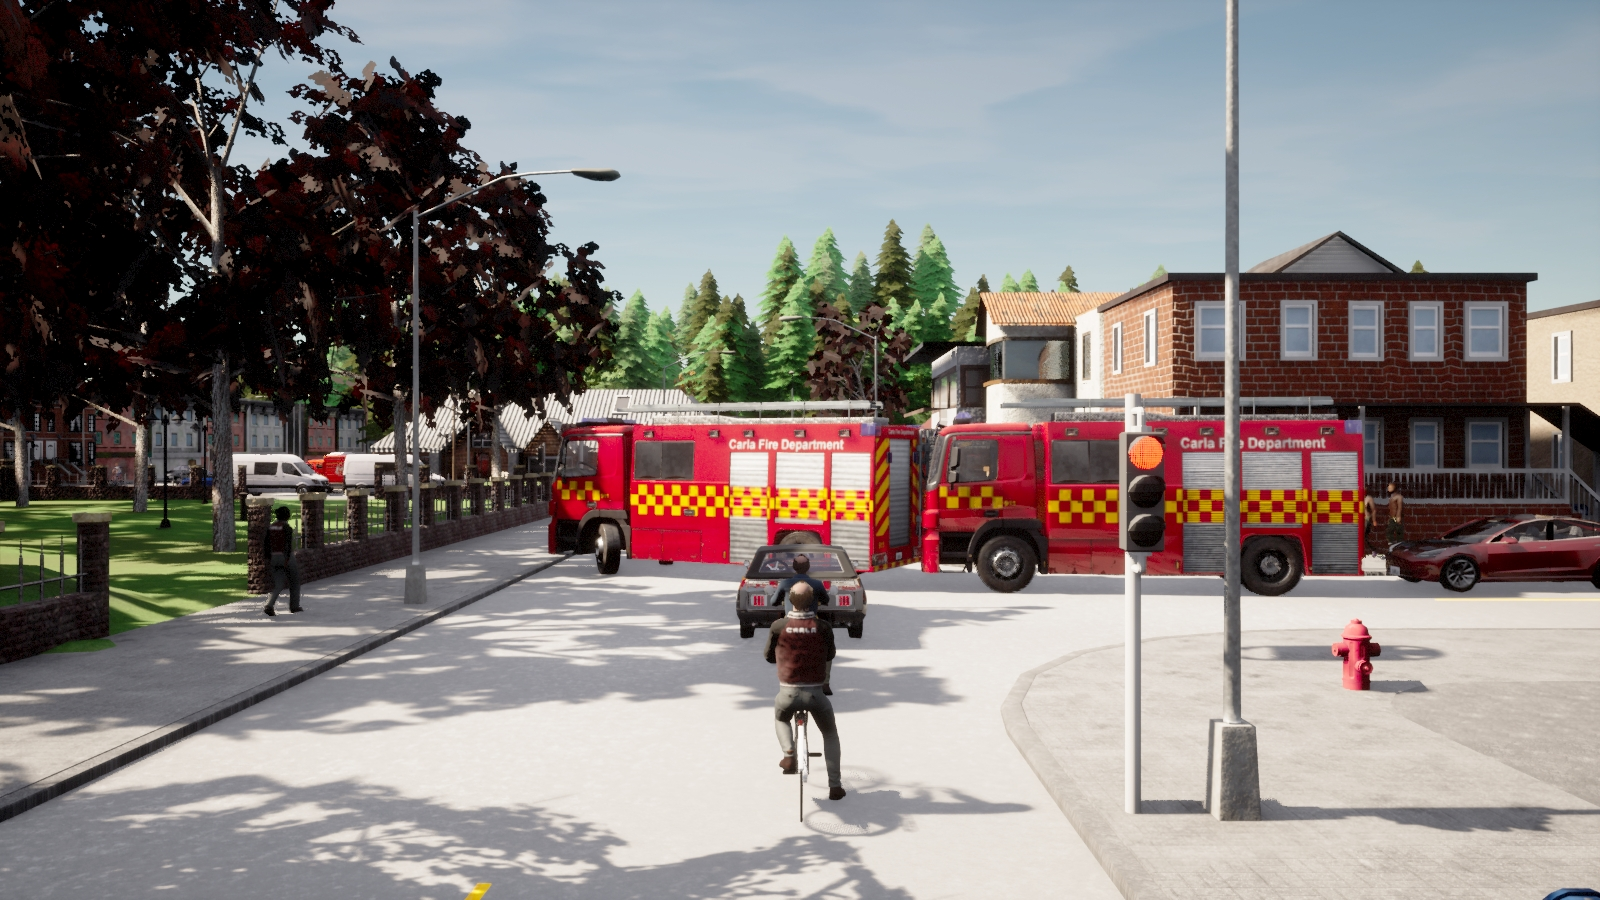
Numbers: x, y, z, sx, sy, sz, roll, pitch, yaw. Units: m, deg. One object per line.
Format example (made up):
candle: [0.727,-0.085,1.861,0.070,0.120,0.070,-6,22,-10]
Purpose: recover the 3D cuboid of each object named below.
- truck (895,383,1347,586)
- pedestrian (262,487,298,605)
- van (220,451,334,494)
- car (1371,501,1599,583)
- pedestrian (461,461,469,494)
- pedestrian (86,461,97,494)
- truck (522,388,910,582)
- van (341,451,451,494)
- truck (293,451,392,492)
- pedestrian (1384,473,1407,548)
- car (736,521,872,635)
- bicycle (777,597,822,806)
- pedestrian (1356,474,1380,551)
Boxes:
truck: [6.229,0.669,23.390,8.468,3.827,2.891,0,0,6]
pedestrian: [-8.342,1.525,18.347,0.375,1.860,0.375,0,0,12]
van: [-31.465,1.314,68.839,5.915,2.561,1.988,0,0,1]
car: [14.635,1.843,23.389,4.792,1.488,2.163,0,0,0]
pedestrian: [-18.665,1.525,63.675,0.375,1.860,0.375,0,0,1]
pedestrian: [-39.402,1.523,63.564,0.375,1.860,0.375,0,0,8]
truck: [-2.008,0.672,25.771,8.468,3.827,2.891,0,0,28]
van: [-24.299,1.314,68.785,5.915,2.561,1.988,0,0,1]
truck: [-29.078,1.339,72.766,5.204,2.467,2.627,-1,0,0]
pedestrian: [14.880,1.516,28.564,0.375,1.860,0.375,0,0,-1]
car: [0.052,1.935,18.331,1.895,1.301,4.718,0,0,0]
bicycle: [-0.005,1.940,9.200,0.329,1.271,1.835,0,0,0]
pedestrian: [13.816,1.516,27.795,0.375,1.860,0.375,0,0,-13]
